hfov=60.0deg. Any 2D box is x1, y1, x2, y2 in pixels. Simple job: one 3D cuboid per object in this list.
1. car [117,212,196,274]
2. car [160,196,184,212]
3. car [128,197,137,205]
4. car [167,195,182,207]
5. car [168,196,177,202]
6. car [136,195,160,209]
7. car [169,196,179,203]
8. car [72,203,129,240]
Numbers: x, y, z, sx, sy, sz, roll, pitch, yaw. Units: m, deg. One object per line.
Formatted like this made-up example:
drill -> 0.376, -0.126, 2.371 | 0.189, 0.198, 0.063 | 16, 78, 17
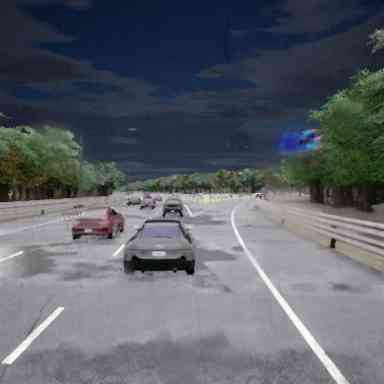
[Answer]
car -> -0.931, 1.557, 10.553 | 1.994, 1.385, 4.181 | 0, 0, -2
car -> -1.813, 1.467, 32.060 | 1.837, 1.490, 4.892 | 0, 0, -2
car -> -9.970, 1.526, 58.089 | 1.994, 1.385, 4.181 | 0, 0, -4
car -> -2.600, 1.315, 49.832 | 2.097, 1.767, 4.553 | 0, 0, -3
car -> -4.680, 1.638, 79.687 | 1.895, 1.301, 4.718 | 0, 0, -5
car -> -5.705, 1.498, 43.787 | 2.033, 1.411, 5.357 | 0, 0, -3
car -> -3.714, 1.529, 67.616 | 1.812, 1.442, 4.674 | 0, 0, -4
car -> -4.591, 1.499, 16.697 | 1.812, 1.442, 4.674 | 0, 0, -2
